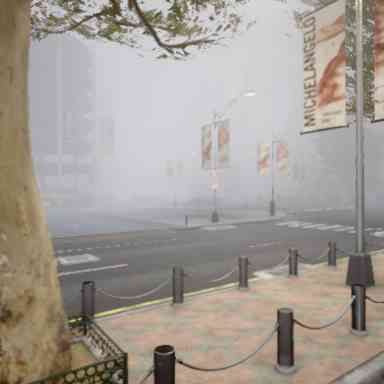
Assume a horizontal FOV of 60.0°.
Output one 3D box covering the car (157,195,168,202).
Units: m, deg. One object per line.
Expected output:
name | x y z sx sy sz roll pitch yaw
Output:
car | -6.859 1.263 65.391 4.902 1.511 2.128 0 0 41

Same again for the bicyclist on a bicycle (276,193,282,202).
bicyclist on a bicycle | 15.859 0.960 60.640 1.656 1.620 0.582 -1 1 -36

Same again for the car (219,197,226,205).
car | 3.327 1.253 53.264 2.128 1.511 4.902 0 0 -36

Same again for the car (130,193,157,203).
car | -9.606 1.273 63.075 5.008 1.535 1.882 0 0 39

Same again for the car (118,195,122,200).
car | -19.414 1.201 79.787 5.008 1.535 1.882 0 0 12

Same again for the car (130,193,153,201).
car | -11.129 1.119 72.715 4.553 1.767 2.097 0 0 26

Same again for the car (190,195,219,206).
car | 1.517 1.350 49.756 1.994 1.385 4.181 0 0 -36

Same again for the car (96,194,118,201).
car | -20.374 1.252 76.421 4.892 1.490 1.837 0 0 12
